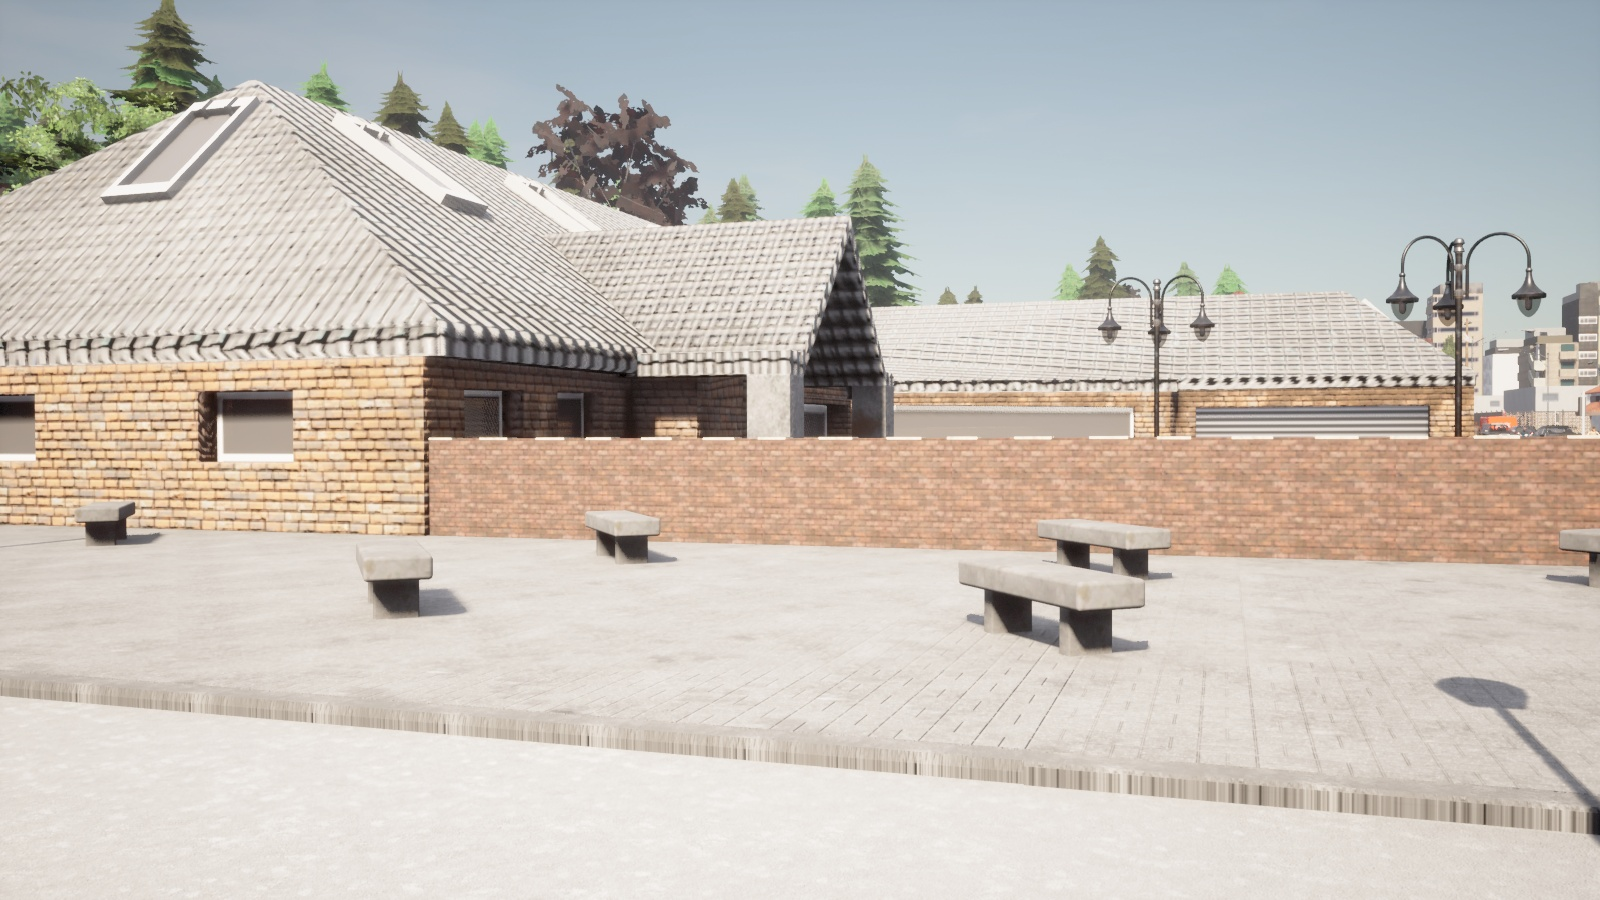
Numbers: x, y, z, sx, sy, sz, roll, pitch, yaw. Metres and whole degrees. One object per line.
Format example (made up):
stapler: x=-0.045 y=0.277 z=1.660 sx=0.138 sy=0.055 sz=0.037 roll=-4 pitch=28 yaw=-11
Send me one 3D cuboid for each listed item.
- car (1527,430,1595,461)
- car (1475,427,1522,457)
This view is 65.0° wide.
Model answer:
car: x=42.318 y=-0.290 z=69.938 sx=2.242 sy=1.667 sz=4.611 roll=1 pitch=1 yaw=19
car: x=47.666 y=-0.558 z=85.759 sx=1.932 sy=1.855 sz=4.605 roll=1 pitch=3 yaw=18
